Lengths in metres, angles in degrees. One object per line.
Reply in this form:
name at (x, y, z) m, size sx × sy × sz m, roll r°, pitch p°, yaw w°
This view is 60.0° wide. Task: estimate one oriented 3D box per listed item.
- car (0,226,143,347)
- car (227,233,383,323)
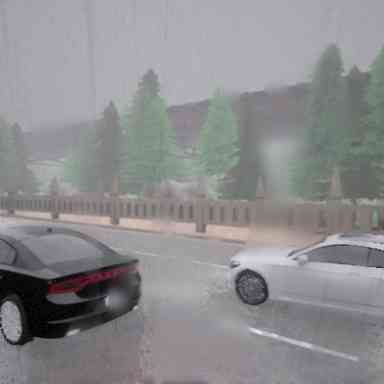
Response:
car at (-3.158, 1.389, 6.271) m, size 5.008 × 1.535 × 1.882 m, roll 1°, pitch 1°, yaw 36°
car at (2.913, 1.510, 6.220) m, size 4.674 × 1.442 × 1.812 m, roll 1°, pitch 1°, yaw 36°
